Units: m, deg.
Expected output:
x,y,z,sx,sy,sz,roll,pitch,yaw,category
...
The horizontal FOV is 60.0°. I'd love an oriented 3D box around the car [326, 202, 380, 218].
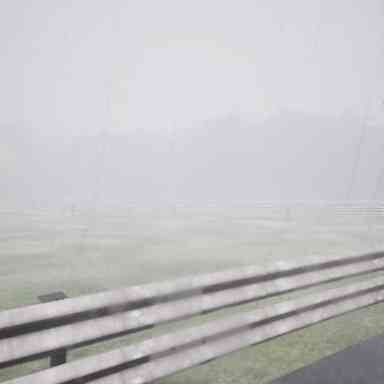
x,y,z,sx,sy,sz,roll,pitch,yaw,category
16.149,1.746,33.405,4.902,1.511,2.128,0,0,10,car
